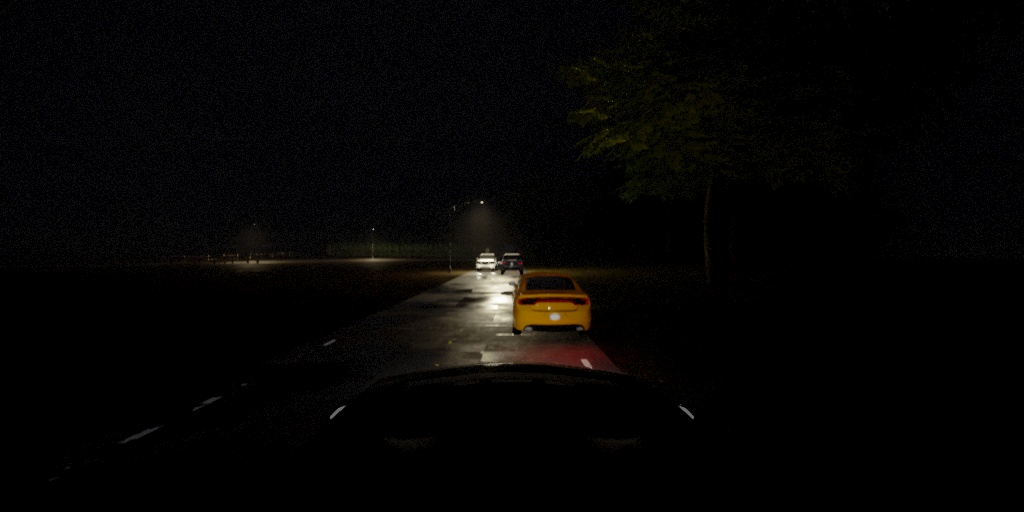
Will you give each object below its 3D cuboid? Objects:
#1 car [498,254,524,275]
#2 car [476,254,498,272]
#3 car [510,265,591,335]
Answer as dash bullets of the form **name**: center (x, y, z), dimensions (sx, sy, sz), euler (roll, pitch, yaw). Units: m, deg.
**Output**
- **car**: center (0.006, 0.779, 36.475), dimensions (2.150, 2.045, 5.566), euler (0, 1, 0)
- **car**: center (-2.913, 0.741, 41.683), dimensions (2.150, 2.045, 5.566), euler (0, 0, 0)
- **car**: center (0.948, 1.187, 10.413), dimensions (1.882, 1.535, 5.008), euler (0, 0, 0)
